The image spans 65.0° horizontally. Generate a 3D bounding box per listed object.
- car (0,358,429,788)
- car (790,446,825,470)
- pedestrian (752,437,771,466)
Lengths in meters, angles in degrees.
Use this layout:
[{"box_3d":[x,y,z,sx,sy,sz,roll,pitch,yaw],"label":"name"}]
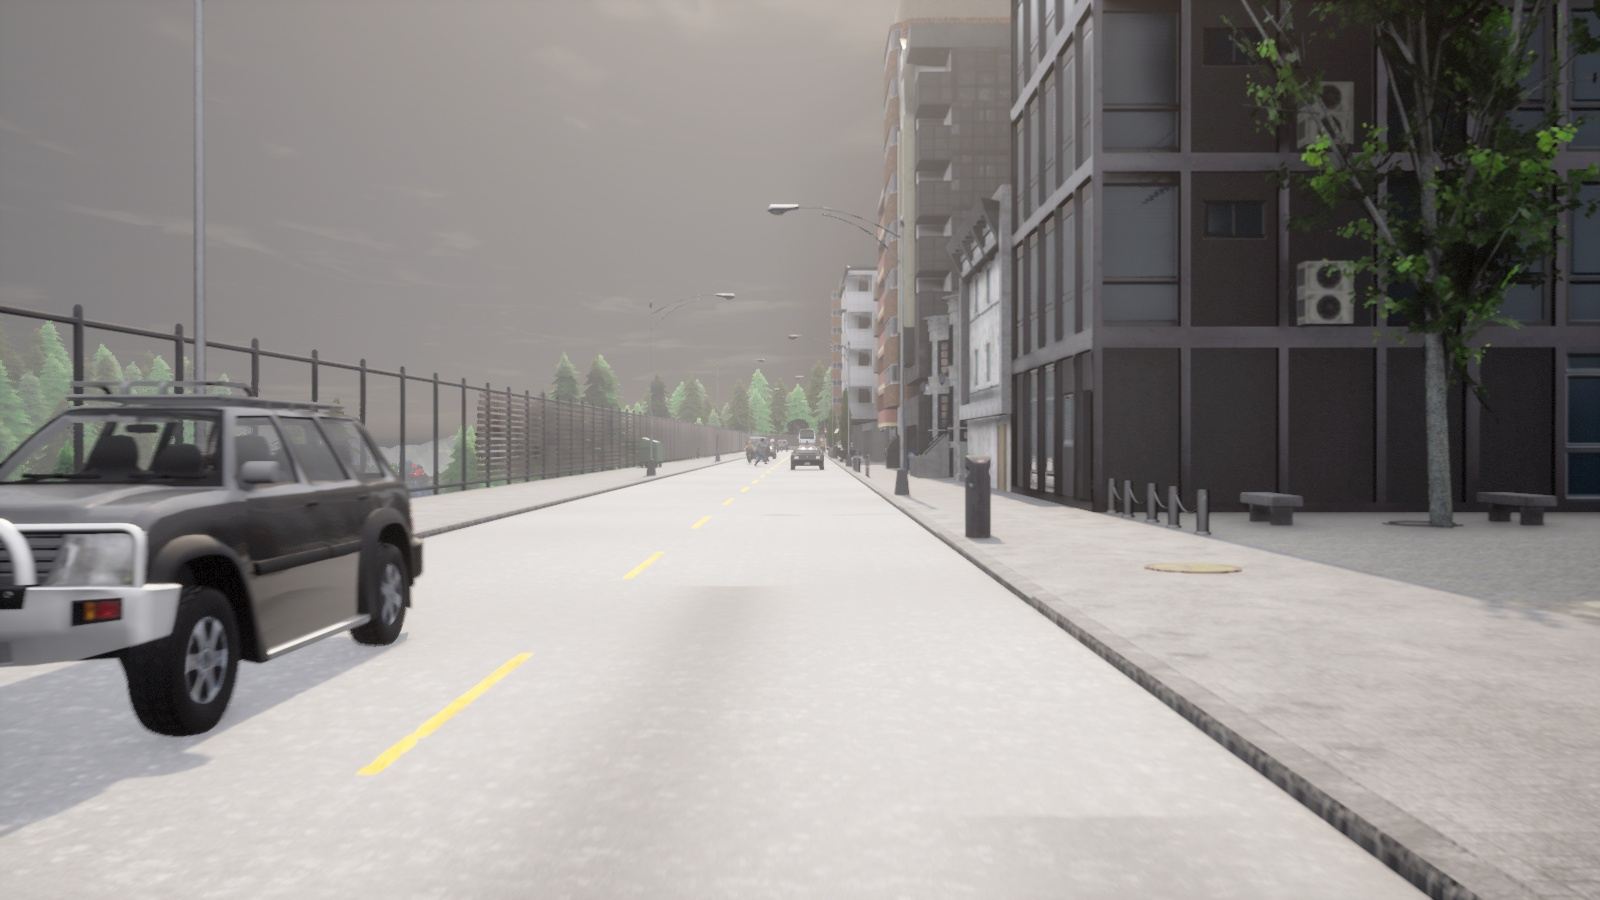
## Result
[{"box_3d":[-3.940,0.517,7.714,1.932,1.855,4.605,0,0,0],"label":"car"},{"box_3d":[0.410,0.446,71.187,1.895,1.301,4.718,0,0,0],"label":"car"},{"box_3d":[-2.416,0.091,79.391,0.900,1.855,0.874,0,0,24],"label":"pedestrian"}]
